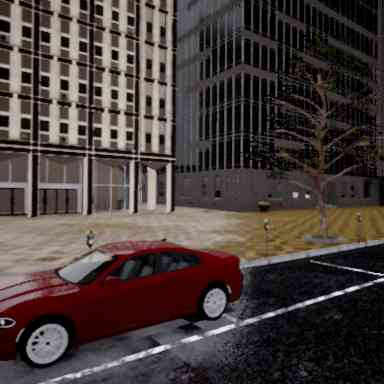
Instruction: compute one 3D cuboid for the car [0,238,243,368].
[{"bbox_3d":[-1.126,1.551,5.747,4.507,1.381,1.887,0,0,-35],"label":"car"}]
